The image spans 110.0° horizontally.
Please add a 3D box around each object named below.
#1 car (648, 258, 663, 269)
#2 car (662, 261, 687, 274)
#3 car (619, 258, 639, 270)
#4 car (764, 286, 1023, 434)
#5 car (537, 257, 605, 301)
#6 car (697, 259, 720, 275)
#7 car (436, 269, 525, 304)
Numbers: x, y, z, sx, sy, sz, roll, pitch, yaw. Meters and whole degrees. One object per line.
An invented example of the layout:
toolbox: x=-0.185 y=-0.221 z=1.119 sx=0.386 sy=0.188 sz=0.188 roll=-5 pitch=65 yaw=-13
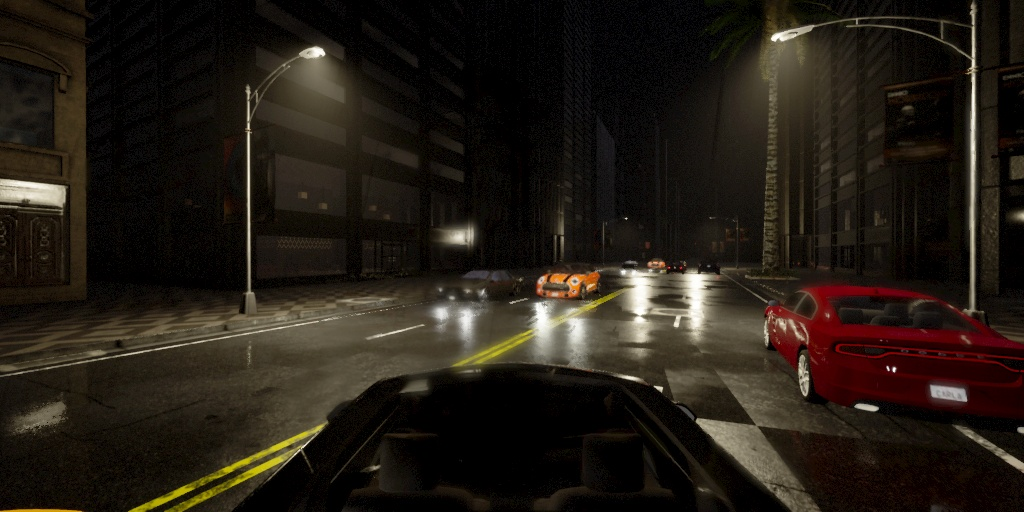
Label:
car: x=22.396 y=1.136 z=55.601 sx=2.097 sy=1.767 sz=4.553 roll=0 pitch=0 yaw=27
car: x=18.607 y=1.317 z=40.708 sx=2.033 sy=1.411 sz=5.357 roll=0 pitch=0 yaw=27
car: x=17.688 y=1.382 z=53.574 sx=1.895 sy=1.301 sz=4.718 roll=0 pitch=0 yaw=27
car: x=5.508 y=1.228 z=5.796 sx=1.882 sy=1.535 sz=5.008 roll=0 pitch=0 yaw=27
car: x=2.899 y=1.104 z=17.657 sx=2.097 sy=1.767 sz=4.553 roll=0 pitch=0 yaw=27
car: x=21.898 y=1.122 z=40.013 sx=2.097 sy=1.767 sz=4.553 roll=0 pitch=0 yaw=27
car: x=-1.204 y=1.299 z=16.780 sx=2.033 sy=1.411 sz=5.357 roll=0 pitch=0 yaw=27
